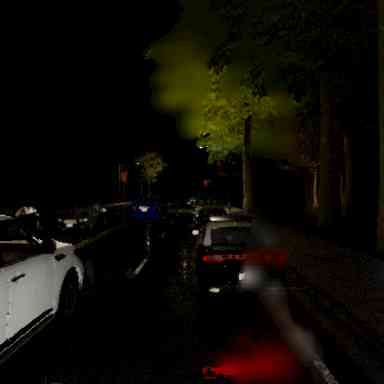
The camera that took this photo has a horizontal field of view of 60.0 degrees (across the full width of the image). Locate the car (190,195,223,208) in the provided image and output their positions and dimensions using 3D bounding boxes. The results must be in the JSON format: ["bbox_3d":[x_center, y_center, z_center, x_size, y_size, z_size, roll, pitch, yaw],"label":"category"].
[{"bbox_3d":[1.147,1.241,24.886,2.150,2.045,5.566,0,0,0],"label":"car"}]

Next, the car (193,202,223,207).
[{"bbox_3d":[1.107,1.515,18.856,1.837,1.490,4.892,0,0,0],"label":"car"}]

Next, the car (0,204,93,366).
[{"bbox_3d":[-3.116,1.224,3.871,2.150,2.045,5.566,0,0,0],"label":"car"}]

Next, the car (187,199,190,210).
[{"bbox_3d":[0.325,1.607,44.387,1.994,1.385,4.181,0,0,0],"label":"car"}]

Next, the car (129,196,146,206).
[{"bbox_3d":[-9.443,1.560,58.190,2.128,1.511,4.902,0,0,1],"label":"car"}]

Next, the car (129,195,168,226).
[{"bbox_3d":[-2.987,1.236,23.663,2.150,2.045,5.566,0,0,0],"label":"car"}]

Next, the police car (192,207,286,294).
[{"bbox_3d":[1.042,1.427,8.965,1.930,1.638,5.238,0,0,0],"label":"police car"}]

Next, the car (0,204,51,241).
[{"bbox_3d":[-9.725,1.500,17.889,2.128,1.511,4.902,0,0,0],"label":"car"}]

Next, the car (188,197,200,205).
[{"bbox_3d":[0.407,1.625,61.141,2.033,1.411,5.357,0,0,0],"label":"car"}]

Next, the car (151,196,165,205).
[{"bbox_3d":[-6.163,1.554,60.997,1.882,1.535,5.008,0,0,1],"label":"car"}]

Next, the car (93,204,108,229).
[{"bbox_3d":[-6.461,1.503,20.052,2.128,1.511,4.902,0,0,0],"label":"car"}]
